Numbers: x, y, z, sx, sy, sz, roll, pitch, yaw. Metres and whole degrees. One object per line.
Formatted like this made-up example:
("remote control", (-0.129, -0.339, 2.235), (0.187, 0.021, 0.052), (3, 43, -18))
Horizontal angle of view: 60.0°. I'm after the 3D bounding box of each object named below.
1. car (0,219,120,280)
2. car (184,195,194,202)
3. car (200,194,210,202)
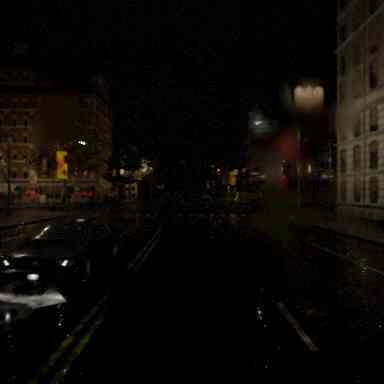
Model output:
("car", (-3.601, 1.552, 10.242), (2.033, 1.411, 5.357), (0, 0, 1))
("car", (-0.627, 1.444, 73.825), (1.812, 1.442, 4.674), (0, 0, -1))
("car", (2.872, 1.275, 73.861), (2.097, 1.767, 4.553), (0, 0, -1))
